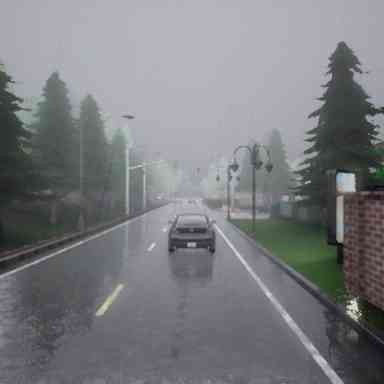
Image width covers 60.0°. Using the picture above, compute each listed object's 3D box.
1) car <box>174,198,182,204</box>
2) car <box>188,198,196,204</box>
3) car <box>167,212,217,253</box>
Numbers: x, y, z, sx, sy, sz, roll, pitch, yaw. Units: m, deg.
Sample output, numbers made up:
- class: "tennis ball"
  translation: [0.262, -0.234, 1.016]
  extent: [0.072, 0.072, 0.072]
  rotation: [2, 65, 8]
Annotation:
- class: "car"
  translation: [-3.537, 2.321, 83.982]
  extent: [1.812, 1.442, 4.674]
  rotation: [0, -1, 0]
- class: "car"
  translation: [-0.036, 2.183, 81.553]
  extent: [1.994, 1.385, 4.181]
  rotation: [0, -1, 0]
- class: "car"
  translation: [-0.003, 1.644, 14.296]
  extent: [1.837, 1.490, 4.892]
  rotation: [0, 0, 0]
